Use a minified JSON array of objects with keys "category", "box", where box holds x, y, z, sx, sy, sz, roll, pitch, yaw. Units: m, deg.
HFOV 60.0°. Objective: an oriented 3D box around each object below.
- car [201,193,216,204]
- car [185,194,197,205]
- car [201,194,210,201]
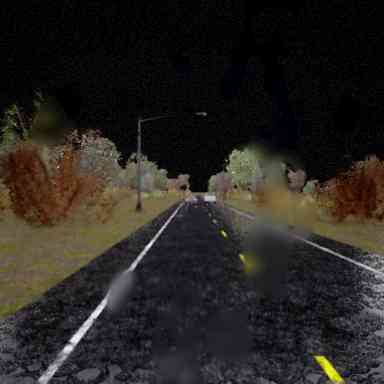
[{"category":"car","box":[3.532,1.213,65.518,2.150,2.045,5.566,0,0,0]},{"category":"car","box":[-0.092,1.330,59.192,2.097,1.767,4.553,0,0,0]},{"category":"car","box":[3.413,1.364,86.061,2.097,1.767,4.553,0,0,0]}]
